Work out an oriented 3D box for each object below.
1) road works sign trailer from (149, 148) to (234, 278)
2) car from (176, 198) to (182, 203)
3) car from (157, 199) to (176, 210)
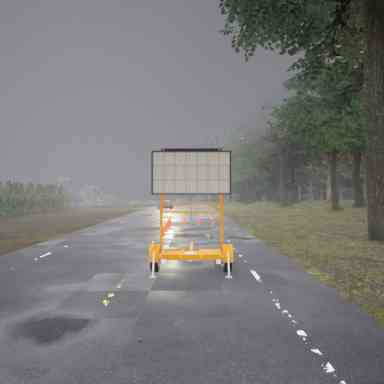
[{"bbox_3d":[-0.016,0.480,10.154,2.380,3.560,2.880,0,0,0],"label":"road works sign trailer"},{"bbox_3d":[-3.654,2.327,90.214,2.128,1.511,4.902,0,-1,0],"label":"car"},{"bbox_3d":[-3.676,1.756,45.733,1.994,1.385,4.181,0,0,0],"label":"car"}]
